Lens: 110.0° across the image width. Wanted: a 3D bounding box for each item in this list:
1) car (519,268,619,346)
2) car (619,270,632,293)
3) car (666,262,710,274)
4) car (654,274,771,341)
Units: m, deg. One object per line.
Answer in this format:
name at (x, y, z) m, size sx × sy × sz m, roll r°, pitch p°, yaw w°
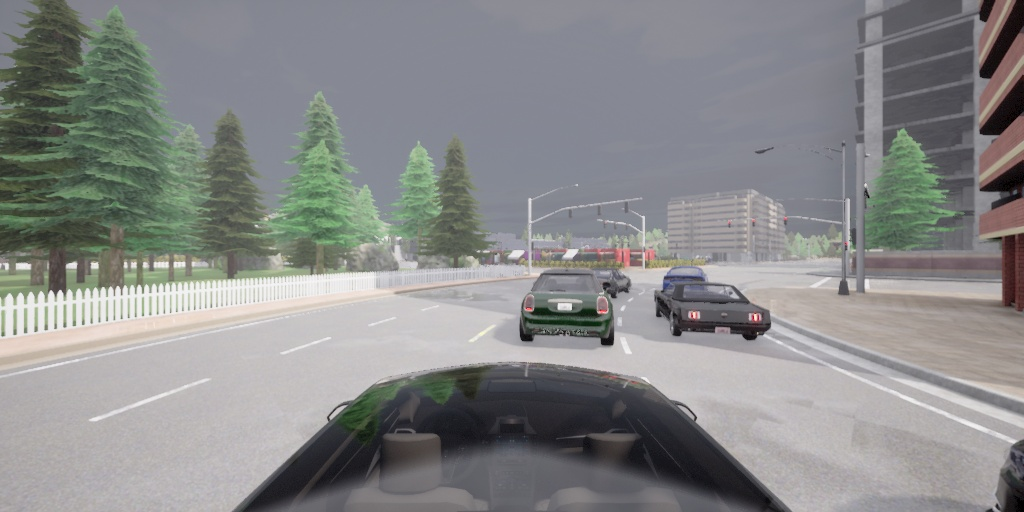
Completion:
car at (1.588, 1.112, 9.771) m, size 2.097 × 1.767 × 4.553 m, roll 0°, pitch 0°, yaw 12°
car at (4.807, 1.320, 18.534) m, size 2.033 × 1.411 × 5.357 m, roll 0°, pitch 0°, yaw 29°
car at (9.062, 1.251, 18.592) m, size 1.882 × 1.535 × 5.008 m, roll 0°, pitch 0°, yaw 30°
car at (5.216, 1.363, 10.074) m, size 1.895 × 1.301 × 4.718 m, roll 0°, pitch 0°, yaw 14°
